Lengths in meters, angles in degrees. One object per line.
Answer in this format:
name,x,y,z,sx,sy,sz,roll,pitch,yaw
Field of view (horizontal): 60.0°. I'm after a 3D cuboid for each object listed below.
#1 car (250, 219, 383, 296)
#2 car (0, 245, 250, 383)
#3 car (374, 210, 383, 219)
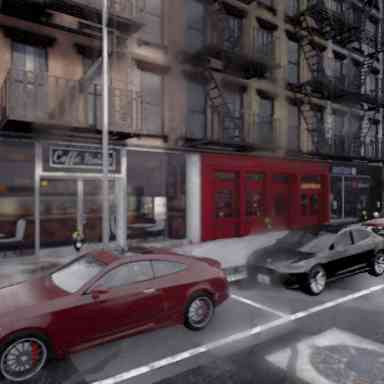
car,3.358,1.534,8.591,4.313,1.339,1.947,0,0,-35
car,-1.264,1.574,5.293,4.206,1.307,1.802,0,0,-35
car,7.980,1.258,11.889,5.009,1.841,2.192,0,0,-35
